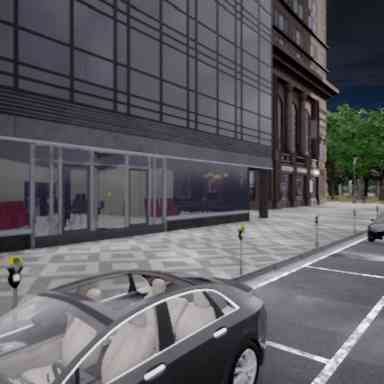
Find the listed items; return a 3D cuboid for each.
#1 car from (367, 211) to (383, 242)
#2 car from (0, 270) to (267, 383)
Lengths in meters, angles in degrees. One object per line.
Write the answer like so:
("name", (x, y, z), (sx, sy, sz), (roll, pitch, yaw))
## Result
("car", (9.583, 1.567, 15.605), (1.947, 1.339, 4.313), (0, 0, 40))
("car", (-0.855, 1.551, 3.070), (2.008, 1.369, 4.403), (0, 0, 40))
